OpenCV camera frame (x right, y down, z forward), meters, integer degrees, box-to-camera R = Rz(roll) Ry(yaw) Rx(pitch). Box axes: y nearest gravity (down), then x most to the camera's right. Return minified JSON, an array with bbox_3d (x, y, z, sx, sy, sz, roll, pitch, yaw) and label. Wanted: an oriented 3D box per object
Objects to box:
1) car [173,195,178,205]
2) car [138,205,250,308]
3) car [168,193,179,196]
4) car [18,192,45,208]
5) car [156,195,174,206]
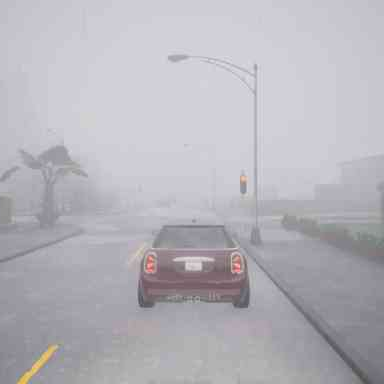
[{"bbox_3d":[-4.022,1.600,57.801,1.895,1.301,4.718,0,0,0],"label":"car"},{"bbox_3d":[0.052,1.352,8.086,2.097,1.767,4.553,0,0,1],"label":"car"},{"bbox_3d":[-3.943,1.221,68.195,2.150,2.045,5.566,0,0,1],"label":"car"},{"bbox_3d":[-19.721,0.985,41.964,1.905,1.878,3.866,0,0,35],"label":"car"},{"bbox_3d":[-4.052,1.564,47.899,1.994,1.385,4.181,0,0,0],"label":"car"}]
